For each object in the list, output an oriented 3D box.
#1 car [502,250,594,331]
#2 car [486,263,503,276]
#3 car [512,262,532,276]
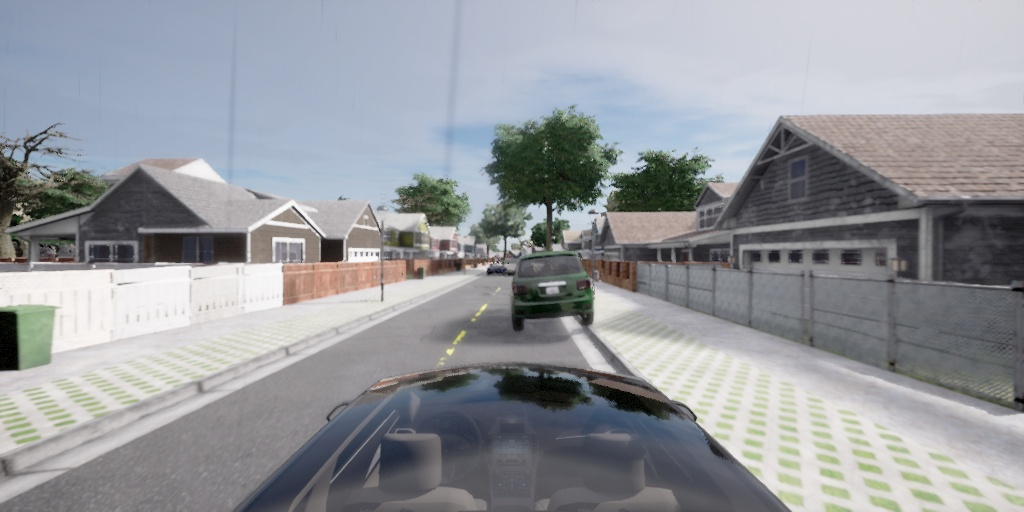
[{"bbox_3d":[1.060,0.913,11.190,2.150,2.045,5.566,-5,0,2],"label":"car"},{"bbox_3d":[-1.655,1.433,38.576,1.895,1.301,4.718,0,0,2],"label":"car"},{"bbox_3d":[1.201,1.384,39.409,2.033,1.411,5.357,0,0,4],"label":"car"}]
